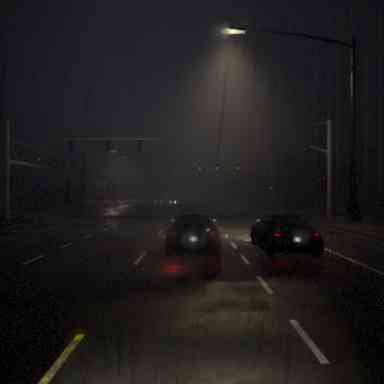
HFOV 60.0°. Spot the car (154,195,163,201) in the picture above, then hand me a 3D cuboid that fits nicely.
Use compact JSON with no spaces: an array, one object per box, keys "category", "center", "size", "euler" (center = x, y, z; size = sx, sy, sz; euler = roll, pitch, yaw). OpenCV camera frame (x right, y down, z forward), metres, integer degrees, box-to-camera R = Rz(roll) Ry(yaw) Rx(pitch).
[{"category":"car","center":[-8.154,1.506,82.220],"size":[1.812,1.442,4.674],"euler":[0,0,-1]}]

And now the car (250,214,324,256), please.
[{"category":"car","center":[3.552,1.562,13.114],"size":[1.994,1.385,4.181],"euler":[0,0,0]}]

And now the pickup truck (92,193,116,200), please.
[{"category":"pickup truck","center":[-21.251,1.042,80.552],"size":[2.390,2.098,6.274],"euler":[0,0,30]}]

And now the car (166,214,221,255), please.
[{"category":"car","center":[0.053,1.562,13.262],"size":[1.994,1.385,4.181],"euler":[0,0,0]}]

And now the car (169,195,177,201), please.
[{"category":"car","center":[-4.654,1.507,82.274],"size":[2.128,1.511,4.902],"euler":[0,0,-1]}]
